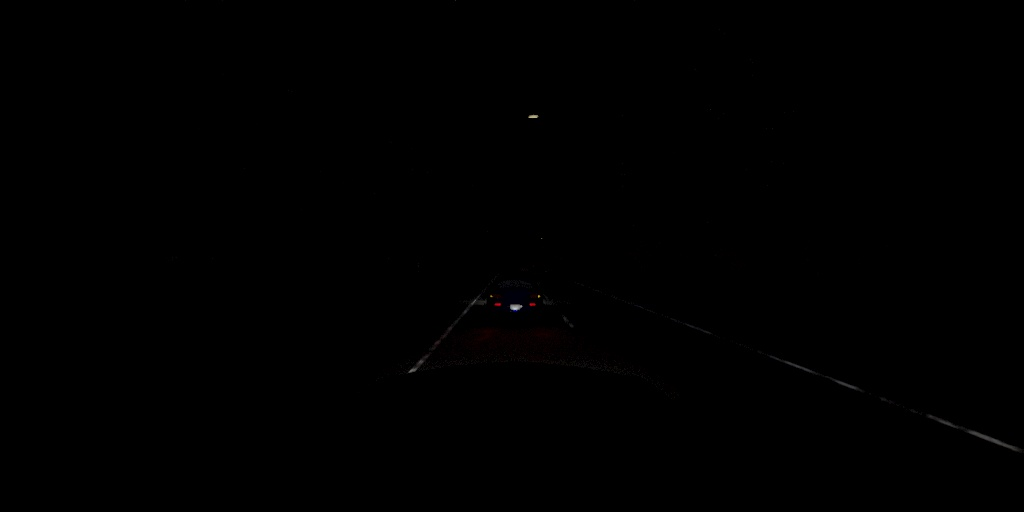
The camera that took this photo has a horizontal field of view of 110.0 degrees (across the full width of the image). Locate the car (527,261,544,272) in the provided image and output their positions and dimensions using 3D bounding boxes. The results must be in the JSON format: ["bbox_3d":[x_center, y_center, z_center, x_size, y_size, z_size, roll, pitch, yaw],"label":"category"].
[{"bbox_3d":[3.610,1.592,53.059,1.882,1.535,5.008,0,0,0],"label":"car"}]

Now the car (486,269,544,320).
[{"bbox_3d":[0.088,1.354,12.874,1.812,1.442,4.674,0,0,0],"label":"car"}]
